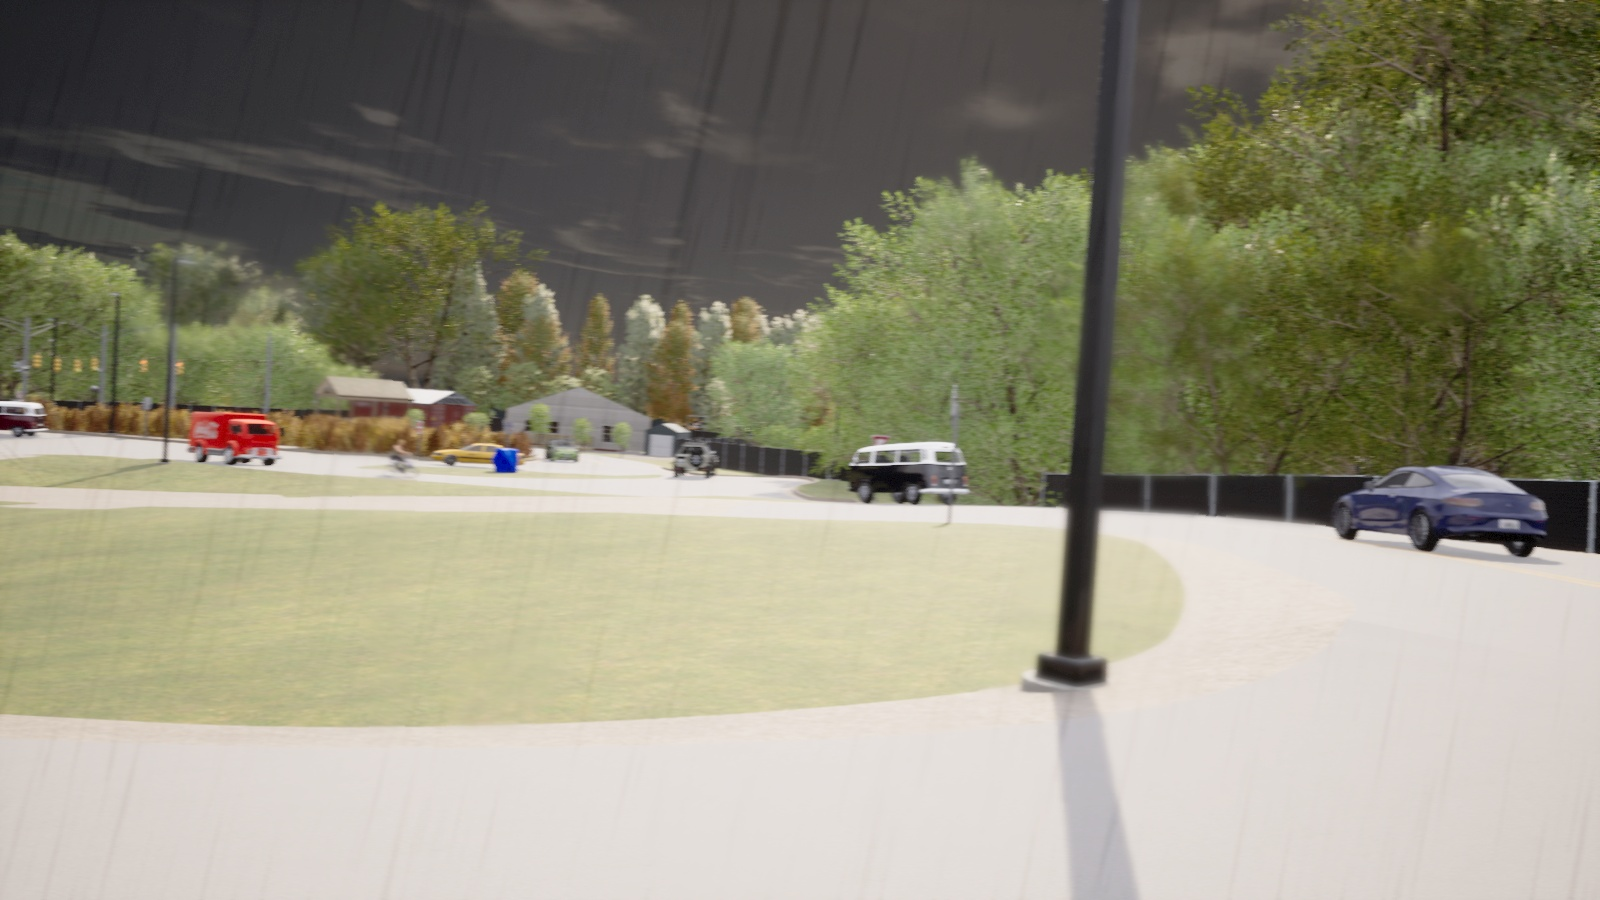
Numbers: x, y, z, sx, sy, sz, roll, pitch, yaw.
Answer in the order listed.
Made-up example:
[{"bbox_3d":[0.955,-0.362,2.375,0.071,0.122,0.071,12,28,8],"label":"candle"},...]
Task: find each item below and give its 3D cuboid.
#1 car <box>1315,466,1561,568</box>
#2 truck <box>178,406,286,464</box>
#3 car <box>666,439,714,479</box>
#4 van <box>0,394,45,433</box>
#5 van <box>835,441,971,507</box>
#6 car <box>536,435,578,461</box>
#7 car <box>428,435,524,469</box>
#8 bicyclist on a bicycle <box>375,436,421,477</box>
[{"bbox_3d":[11.006,1.088,22.111,1.812,1.442,4.674,4,0,-1],"label":"car"},{"bbox_3d":[-27.150,-0.744,59.960,5.204,2.467,2.627,3,1,40],"label":"truck"},{"bbox_3d":[-5.716,0.448,65.787,1.932,1.855,4.605,3,1,1],"label":"car"},{"bbox_3d":[-47.555,-2.234,74.244,4.480,2.038,2.069,4,3,-7],"label":"van"},{"bbox_3d":[3.369,0.820,41.784,2.069,2.038,4.480,3,-3,-36],"label":"van"},{"bbox_3d":[-16.788,-0.143,86.633,2.007,1.525,4.514,3,2,-21],"label":"car"},{"bbox_3d":[-19.186,0.102,74.322,5.366,1.575,1.801,5,0,-17],"label":"car"},{"bbox_3d":[-16.716,0.269,52.198,1.509,1.612,0.866,4,0,7],"label":"bicyclist on a bicycle"}]
